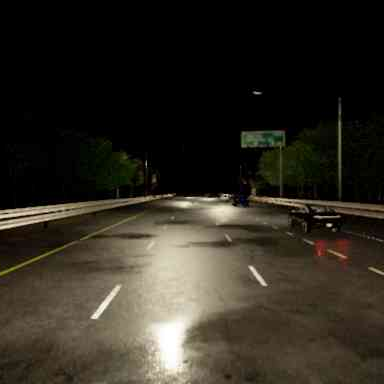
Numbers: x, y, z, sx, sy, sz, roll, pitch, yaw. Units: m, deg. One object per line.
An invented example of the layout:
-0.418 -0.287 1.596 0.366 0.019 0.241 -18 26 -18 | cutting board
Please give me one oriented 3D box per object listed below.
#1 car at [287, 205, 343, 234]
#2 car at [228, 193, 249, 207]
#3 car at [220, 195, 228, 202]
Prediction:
7.027 1.492 19.431 2.128 1.511 4.902 0 0 0 | car
7.142 1.197 49.855 2.150 2.045 5.566 0 0 0 | car
7.247 1.477 73.920 1.812 1.442 4.674 0 0 0 | car
